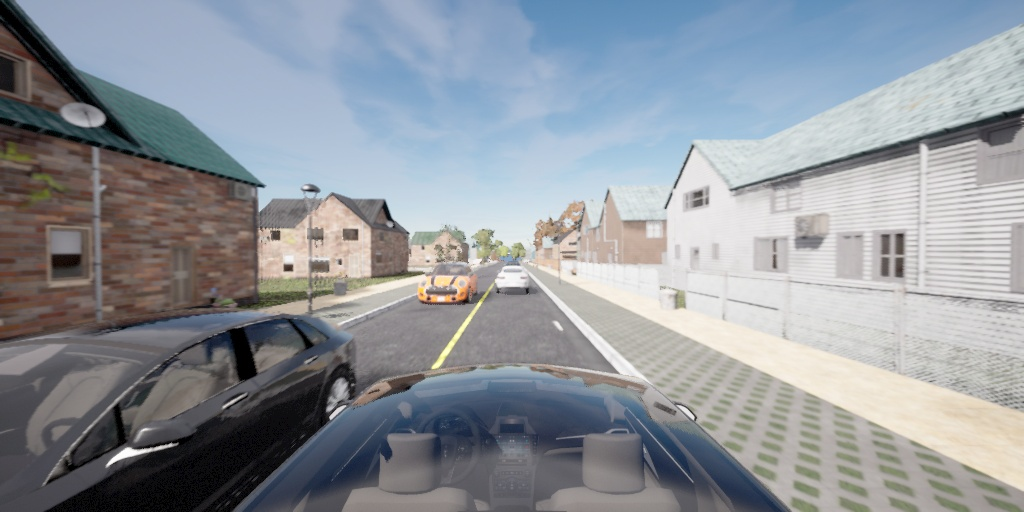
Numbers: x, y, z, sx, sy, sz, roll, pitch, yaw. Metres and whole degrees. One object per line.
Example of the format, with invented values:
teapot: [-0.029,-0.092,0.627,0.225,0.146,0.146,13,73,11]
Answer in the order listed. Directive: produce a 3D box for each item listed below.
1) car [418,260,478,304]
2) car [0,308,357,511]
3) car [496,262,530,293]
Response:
car: [-2.777,1.106,16.418,2.097,1.767,4.553,0,0,1]
car: [-2.846,1.256,2.621,1.837,1.490,4.892,0,0,0]
car: [0.063,1.284,20.937,1.812,1.442,4.674,0,0,1]
